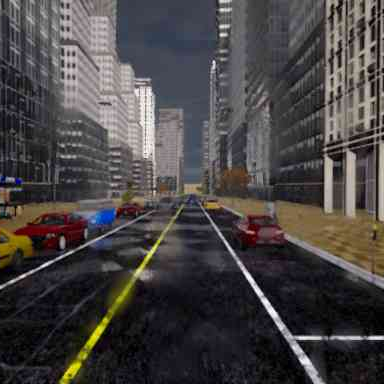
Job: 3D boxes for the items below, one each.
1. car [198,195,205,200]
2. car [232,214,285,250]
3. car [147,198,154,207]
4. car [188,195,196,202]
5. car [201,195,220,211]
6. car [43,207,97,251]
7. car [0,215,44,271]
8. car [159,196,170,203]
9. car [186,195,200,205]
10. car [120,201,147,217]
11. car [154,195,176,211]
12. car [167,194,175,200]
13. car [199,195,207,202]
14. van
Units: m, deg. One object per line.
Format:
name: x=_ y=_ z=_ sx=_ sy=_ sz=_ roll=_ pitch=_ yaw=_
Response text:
car: x=2.669 y=1.600 z=92.737 sx=1.947 sy=1.339 sz=4.313 roll=-1 pitch=0 yaw=0
car: x=2.677 y=1.577 z=13.988 sx=1.802 sy=1.307 sz=4.206 roll=-1 pitch=0 yaw=0
car: x=-5.707 y=1.549 z=47.736 sx=2.008 sy=1.369 sz=4.403 roll=-1 pitch=0 yaw=0
car: x=-0.007 y=1.383 z=72.505 sx=1.837 sy=1.490 sz=4.892 roll=0 pitch=0 yaw=0
car: x=2.346 y=1.453 z=40.052 sx=1.801 sy=1.575 sz=5.366 roll=0 pitch=0 yaw=0
car: x=-5.704 y=1.540 z=13.986 sx=1.887 sy=1.381 sz=4.507 roll=-1 pitch=0 yaw=0
car: x=-5.704 y=1.522 z=8.192 sx=1.752 sy=1.417 sz=4.829 roll=-1 pitch=0 yaw=0
car: x=-5.709 y=1.563 z=70.236 sx=2.008 sy=1.369 sz=4.403 roll=-1 pitch=0 yaw=0
car: x=-0.006 y=1.528 z=56.736 sx=1.812 sy=1.442 sz=4.674 roll=0 pitch=0 yaw=0
car: x=-5.705 y=1.538 z=30.861 sx=1.887 sy=1.381 sz=4.507 roll=-1 pitch=0 yaw=0
car: x=-3.091 y=1.346 z=40.790 sx=2.097 sy=1.767 sz=4.553 roll=0 pitch=0 yaw=0
car: x=-5.714 y=1.475 z=92.736 sx=1.967 sy=1.590 sz=4.097 roll=-1 pitch=0 yaw=0
car: x=2.669 y=1.548 z=81.658 sx=1.752 sy=1.417 sz=4.829 roll=-1 pitch=0 yaw=0
van: x=-5.708 y=1.335 z=19.611 sx=1.690 sy=1.788 sz=3.998 roll=-1 pitch=0 yaw=0
